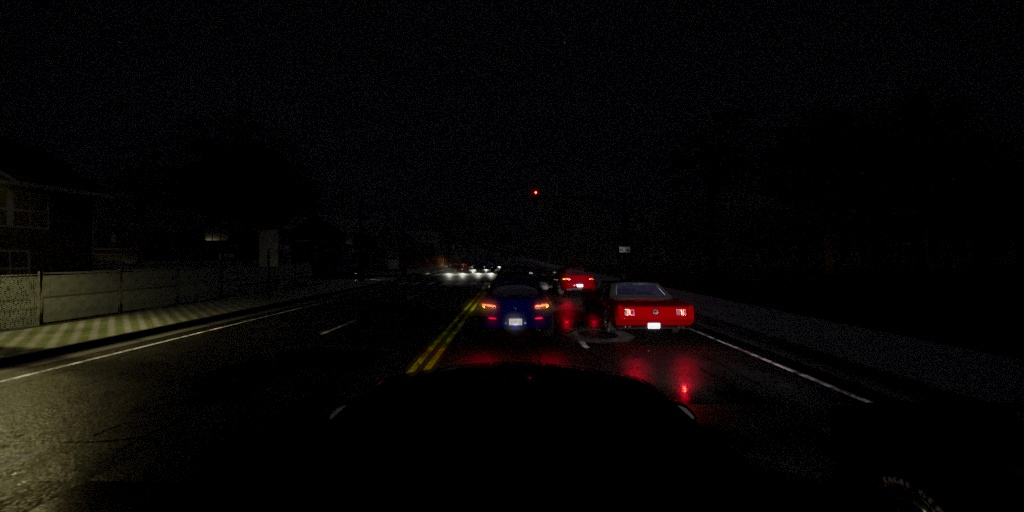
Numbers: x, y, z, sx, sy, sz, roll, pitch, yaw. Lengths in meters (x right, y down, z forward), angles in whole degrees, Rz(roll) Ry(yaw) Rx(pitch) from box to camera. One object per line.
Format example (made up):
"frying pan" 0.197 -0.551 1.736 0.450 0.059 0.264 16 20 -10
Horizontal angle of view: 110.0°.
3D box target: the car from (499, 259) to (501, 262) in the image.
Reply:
"car" -3.296 1.279 56.425 2.033 1.411 5.357 0 0 0

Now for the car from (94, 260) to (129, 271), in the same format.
"car" -33.838 1.157 30.511 4.553 1.767 2.097 0 0 0

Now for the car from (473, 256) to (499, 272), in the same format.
"car" -3.300 0.962 46.111 2.150 2.045 5.566 0 0 1

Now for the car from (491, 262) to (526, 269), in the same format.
"car" 0.071 1.255 19.404 1.837 1.490 4.892 0 0 0

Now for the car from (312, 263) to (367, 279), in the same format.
"car" -15.173 1.321 30.233 5.357 1.411 2.033 0 0 4

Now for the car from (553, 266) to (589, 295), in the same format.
"car" 3.324 1.276 19.731 1.812 1.442 4.674 0 0 0

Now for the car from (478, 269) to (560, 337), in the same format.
"car" 0.089 1.276 10.143 1.812 1.442 4.674 0 0 0

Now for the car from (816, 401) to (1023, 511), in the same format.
"car" 3.348 1.351 0.671 1.895 1.301 4.718 0 0 0

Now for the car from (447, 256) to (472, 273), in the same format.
"car" -6.562 1.094 43.992 2.097 1.767 4.553 0 0 0

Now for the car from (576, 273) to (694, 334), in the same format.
"car" 3.342 1.351 10.623 1.895 1.301 4.718 0 0 0
